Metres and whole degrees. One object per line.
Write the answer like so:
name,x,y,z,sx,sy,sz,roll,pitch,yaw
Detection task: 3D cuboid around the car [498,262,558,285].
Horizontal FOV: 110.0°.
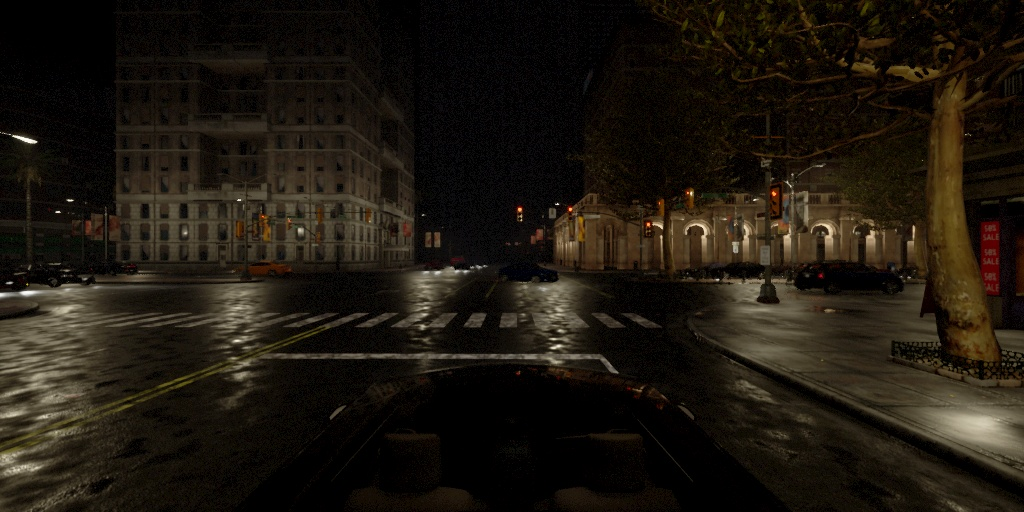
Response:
car,1.102,1.227,26.560,5.008,1.535,1.882,0,1,44

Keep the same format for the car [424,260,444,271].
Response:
car,-10.516,1.275,48.640,1.812,1.442,4.674,0,0,1

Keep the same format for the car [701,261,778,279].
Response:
car,19.698,1.227,31.163,5.008,1.535,1.882,0,0,0

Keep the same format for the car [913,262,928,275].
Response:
car,40.491,1.297,34.482,5.357,1.411,2.033,0,0,1

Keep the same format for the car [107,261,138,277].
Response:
car,-39.680,1.239,35.144,4.902,1.511,2.128,0,0,1

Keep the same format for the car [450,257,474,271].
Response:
car,-6.920,1.297,50.371,2.033,1.411,5.357,0,0,-2

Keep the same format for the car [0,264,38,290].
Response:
car,-29.798,1.314,19.875,4.181,1.385,1.994,0,0,1

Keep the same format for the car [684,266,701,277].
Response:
car,19.642,1.297,34.664,5.357,1.411,2.033,0,0,1

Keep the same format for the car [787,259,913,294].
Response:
car,18.218,1.102,19.503,4.553,1.767,2.097,0,0,1

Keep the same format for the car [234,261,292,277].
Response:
car,-24.276,1.227,34.992,5.008,1.535,1.882,0,0,-2

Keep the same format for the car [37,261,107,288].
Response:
car,-30.240,1.241,23.386,4.902,1.511,2.128,0,0,1
